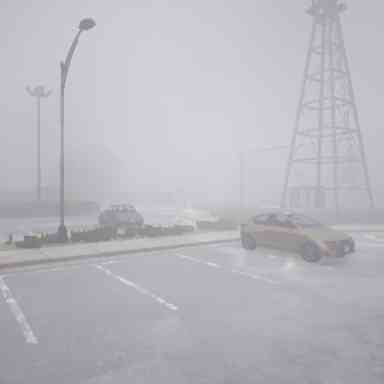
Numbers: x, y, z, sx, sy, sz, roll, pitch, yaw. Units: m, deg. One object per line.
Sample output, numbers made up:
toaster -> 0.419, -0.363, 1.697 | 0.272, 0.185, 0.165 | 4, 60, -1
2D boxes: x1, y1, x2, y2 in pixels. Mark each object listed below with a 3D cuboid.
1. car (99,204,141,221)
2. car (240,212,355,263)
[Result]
car -> -4.746, 1.516, 21.905 | 1.784, 1.438, 3.905 | 0, 0, -35
car -> 3.640, 1.501, 12.076 | 1.816, 1.474, 4.193 | 0, 0, -35
